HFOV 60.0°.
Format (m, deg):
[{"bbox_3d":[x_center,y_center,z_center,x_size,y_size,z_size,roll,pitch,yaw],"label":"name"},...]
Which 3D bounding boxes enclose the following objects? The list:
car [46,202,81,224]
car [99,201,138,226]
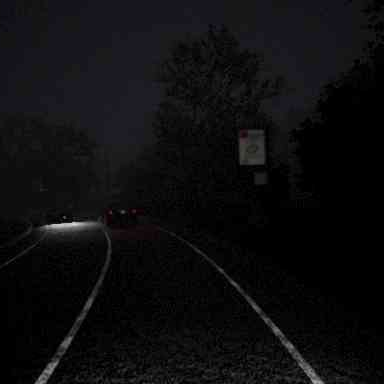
[{"bbox_3d":[-10.996,1.842,27.870,1.994,1.385,4.181,-3,0,-30],"label":"car"},{"bbox_3d":[-5.472,1.413,24.277,2.097,1.767,4.553,-2,0,-23],"label":"car"}]
